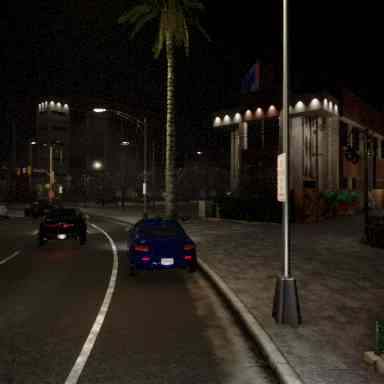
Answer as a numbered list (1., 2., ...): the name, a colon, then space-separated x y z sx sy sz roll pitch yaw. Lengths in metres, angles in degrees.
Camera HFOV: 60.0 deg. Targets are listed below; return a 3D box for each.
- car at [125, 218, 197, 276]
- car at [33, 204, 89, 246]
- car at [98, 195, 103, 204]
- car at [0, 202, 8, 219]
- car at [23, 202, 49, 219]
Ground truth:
1. car: -1.073 1.524 10.346 1.812 1.442 4.674 0 0 -12
2. car: -5.898 1.498 15.408 1.837 1.490 4.892 1 0 -18
3. car: -14.576 1.238 56.454 4.553 1.767 2.185 0 0 42
4. car: -16.842 1.508 28.039 1.812 1.442 4.674 0 0 -39
5. car: -13.421 1.550 29.286 1.994 1.385 4.181 0 0 -38
